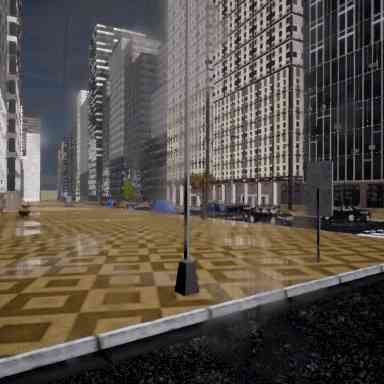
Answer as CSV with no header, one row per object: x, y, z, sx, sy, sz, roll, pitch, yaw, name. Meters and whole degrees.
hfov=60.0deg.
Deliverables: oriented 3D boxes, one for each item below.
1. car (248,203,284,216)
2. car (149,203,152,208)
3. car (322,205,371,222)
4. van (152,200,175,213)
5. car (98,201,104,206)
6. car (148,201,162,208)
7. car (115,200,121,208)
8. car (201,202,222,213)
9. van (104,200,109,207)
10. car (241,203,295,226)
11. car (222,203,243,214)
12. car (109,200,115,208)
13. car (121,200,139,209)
8.737,2.068,39.714,1.947,1.339,4.313,-1,-1,-26,car
-7.039,2.553,66.396,1.837,1.490,4.892,0,-3,-26,car
13.635,1.854,29.587,2.008,1.369,4.403,-1,-1,-26,car
-3.709,2.005,46.194,1.690,1.788,3.998,-1,-1,-26,van
-23.297,3.053,86.695,1.887,1.381,4.507,-1,-1,-26,car
-8.406,2.808,75.155,1.802,1.307,4.206,-1,-1,-26,car
-13.428,2.602,66.291,1.752,1.417,4.829,-1,-1,-26,car
3.009,2.155,45.633,1.812,1.442,4.674,0,-1,-26,car
-18.403,2.634,76.571,1.690,1.788,3.998,-1,-1,-26,van
6.091,1.813,25.938,2.008,1.369,4.403,-1,-1,-26,car
6.288,2.168,44.777,1.947,1.339,4.313,-1,-1,-26,car
-15.950,2.731,71.507,1.887,1.381,4.507,-1,-1,-26,car
-11.052,2.525,61.380,2.008,1.369,4.403,-1,-1,-26,car
